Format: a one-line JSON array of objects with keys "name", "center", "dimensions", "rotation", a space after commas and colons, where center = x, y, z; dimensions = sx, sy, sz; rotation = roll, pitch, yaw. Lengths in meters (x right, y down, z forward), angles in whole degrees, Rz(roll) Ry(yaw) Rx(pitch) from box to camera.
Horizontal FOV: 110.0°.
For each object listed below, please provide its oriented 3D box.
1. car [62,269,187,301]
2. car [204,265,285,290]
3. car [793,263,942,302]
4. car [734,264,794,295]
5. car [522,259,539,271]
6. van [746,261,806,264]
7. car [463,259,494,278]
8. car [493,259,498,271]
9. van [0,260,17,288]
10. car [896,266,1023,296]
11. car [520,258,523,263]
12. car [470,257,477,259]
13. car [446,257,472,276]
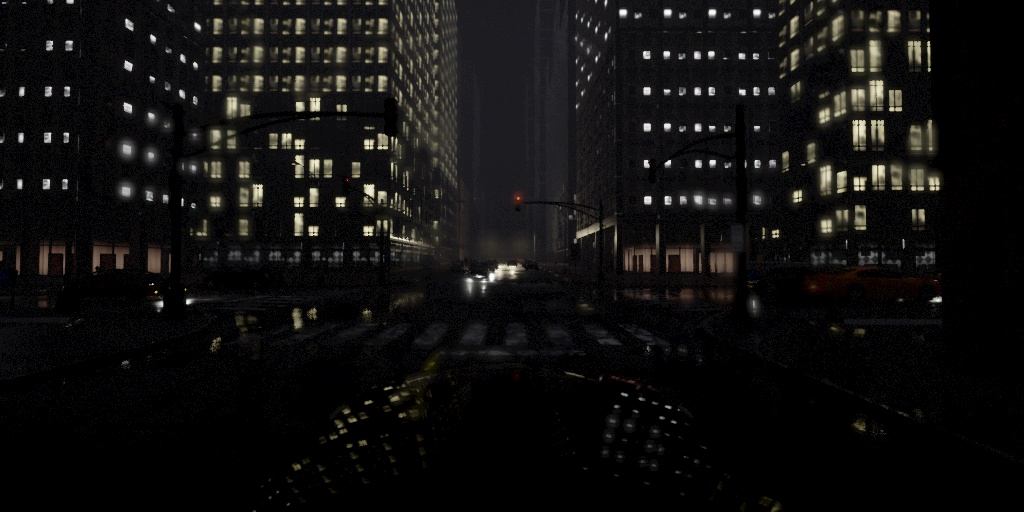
[{"name": "car", "center": [-17.490, 1.264, 16.326], "dimensions": [4.181, 1.385, 1.994], "rotation": [0, -1, -1]}, {"name": "car", "center": [-16.494, 1.255, 22.105], "dimensions": [4.097, 1.591, 1.967], "rotation": [0, 0, 0]}, {"name": "car", "center": [16.131, 1.234, 16.257], "dimensions": [5.008, 1.535, 1.882], "rotation": [0, -1, 0]}, {"name": "car", "center": [14.872, 1.321, 19.461], "dimensions": [4.892, 1.490, 1.837], "rotation": [0, -1, 0]}, {"name": "car", "center": [2.687, 1.350, 48.755], "dimensions": [1.802, 1.307, 4.207], "rotation": [0, 0, 0]}, {"name": "van", "center": [15.980, 1.210, 22.033], "dimensions": [3.998, 1.789, 1.690], "rotation": [0, 0, 0]}, {"name": "car", "center": [-3.104, 1.310, 34.462], "dimensions": [2.033, 1.411, 5.357], "rotation": [0, 0, 0]}, {"name": "car", "center": [-3.102, 1.367, 44.372], "dimensions": [1.895, 1.301, 4.718], "rotation": [0, 0, 0]}, {"name": "van", "center": [-33.439, 1.132, 22.141], "dimensions": [3.998, 1.789, 1.690], "rotation": [0, 0, 0]}, {"name": "car", "center": [24.352, 1.313, 19.437], "dimensions": [5.008, 1.535, 1.882], "rotation": [0, -1, 0]}, {"name": "car", "center": [2.687, 1.298, 60.080], "dimensions": [1.751, 1.417, 4.829], "rotation": [0, 0, 0]}, {"name": "car", "center": [-5.693, 1.082, 48.692], "dimensions": [2.192, 1.841, 5.009], "rotation": [0, 0, 0]}, {"name": "car", "center": [-5.692, 1.203, 37.542], "dimensions": [1.967, 1.591, 4.097], "rotation": [0, 0, 0]}]
